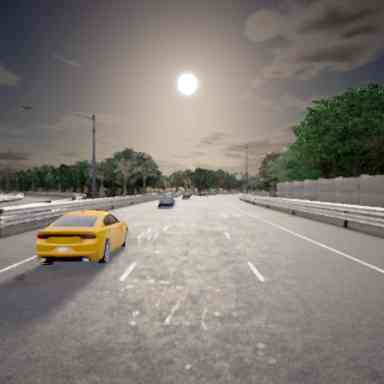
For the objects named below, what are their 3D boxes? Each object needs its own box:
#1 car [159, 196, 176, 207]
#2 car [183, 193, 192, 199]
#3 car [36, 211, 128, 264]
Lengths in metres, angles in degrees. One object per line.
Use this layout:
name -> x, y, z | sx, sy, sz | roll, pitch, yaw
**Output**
car -> -3.349, 1.244, 45.469 | 1.994, 1.385, 4.181 | 0, 0, 1
car -> -1.099, 0.948, 80.226 | 1.837, 1.490, 4.892 | 0, 0, 7
car -> -3.502, 1.393, 11.499 | 1.882, 1.535, 5.008 | 0, 0, 0
